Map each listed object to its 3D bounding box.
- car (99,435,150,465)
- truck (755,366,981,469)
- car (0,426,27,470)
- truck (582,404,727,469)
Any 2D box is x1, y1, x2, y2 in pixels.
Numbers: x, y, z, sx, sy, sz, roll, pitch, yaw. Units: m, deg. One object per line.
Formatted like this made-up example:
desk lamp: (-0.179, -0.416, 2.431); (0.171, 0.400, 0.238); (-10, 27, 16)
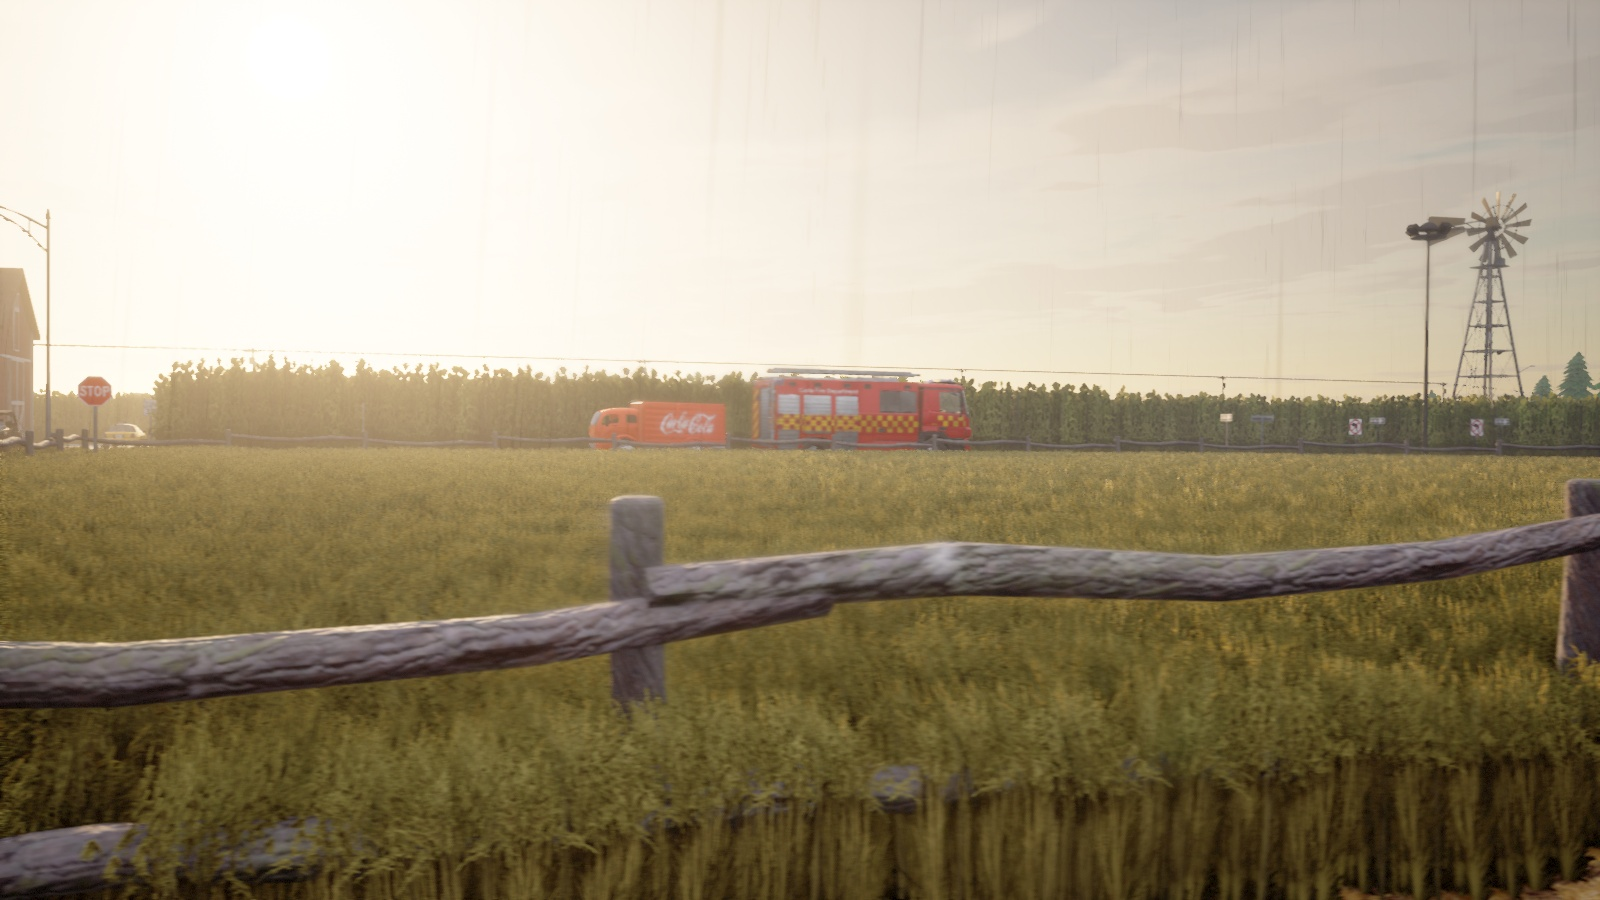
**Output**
car: (-37.872, -0.003, 70.504); (1.801, 1.575, 5.366); (-1, 1, -21)
truck: (2.706, -1.284, 49.682); (8.468, 3.827, 2.891); (-1, 1, -20)
car: (-35.184, -0.068, 54.615); (1.905, 1.878, 3.866); (-1, 0, -21)
truck: (-5.782, -0.550, 49.832); (5.204, 2.467, 2.627); (-1, 1, -20)
